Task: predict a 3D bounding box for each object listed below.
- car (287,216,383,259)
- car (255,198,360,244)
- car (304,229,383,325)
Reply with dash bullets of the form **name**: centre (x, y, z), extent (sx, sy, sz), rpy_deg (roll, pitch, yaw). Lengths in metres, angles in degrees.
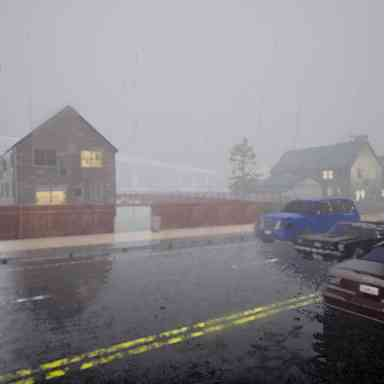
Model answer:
- **car**: centre (5.633, 1.667, 11.295), extent (4.718, 1.301, 1.895), rpy_deg (0, 0, -34)
- **car**: centre (5.376, 1.303, 15.040), extent (5.566, 2.045, 2.150), rpy_deg (0, 0, -34)
- **car**: centre (4.848, 1.592, 6.608), extent (5.357, 1.411, 2.033), rpy_deg (0, 0, -34)
